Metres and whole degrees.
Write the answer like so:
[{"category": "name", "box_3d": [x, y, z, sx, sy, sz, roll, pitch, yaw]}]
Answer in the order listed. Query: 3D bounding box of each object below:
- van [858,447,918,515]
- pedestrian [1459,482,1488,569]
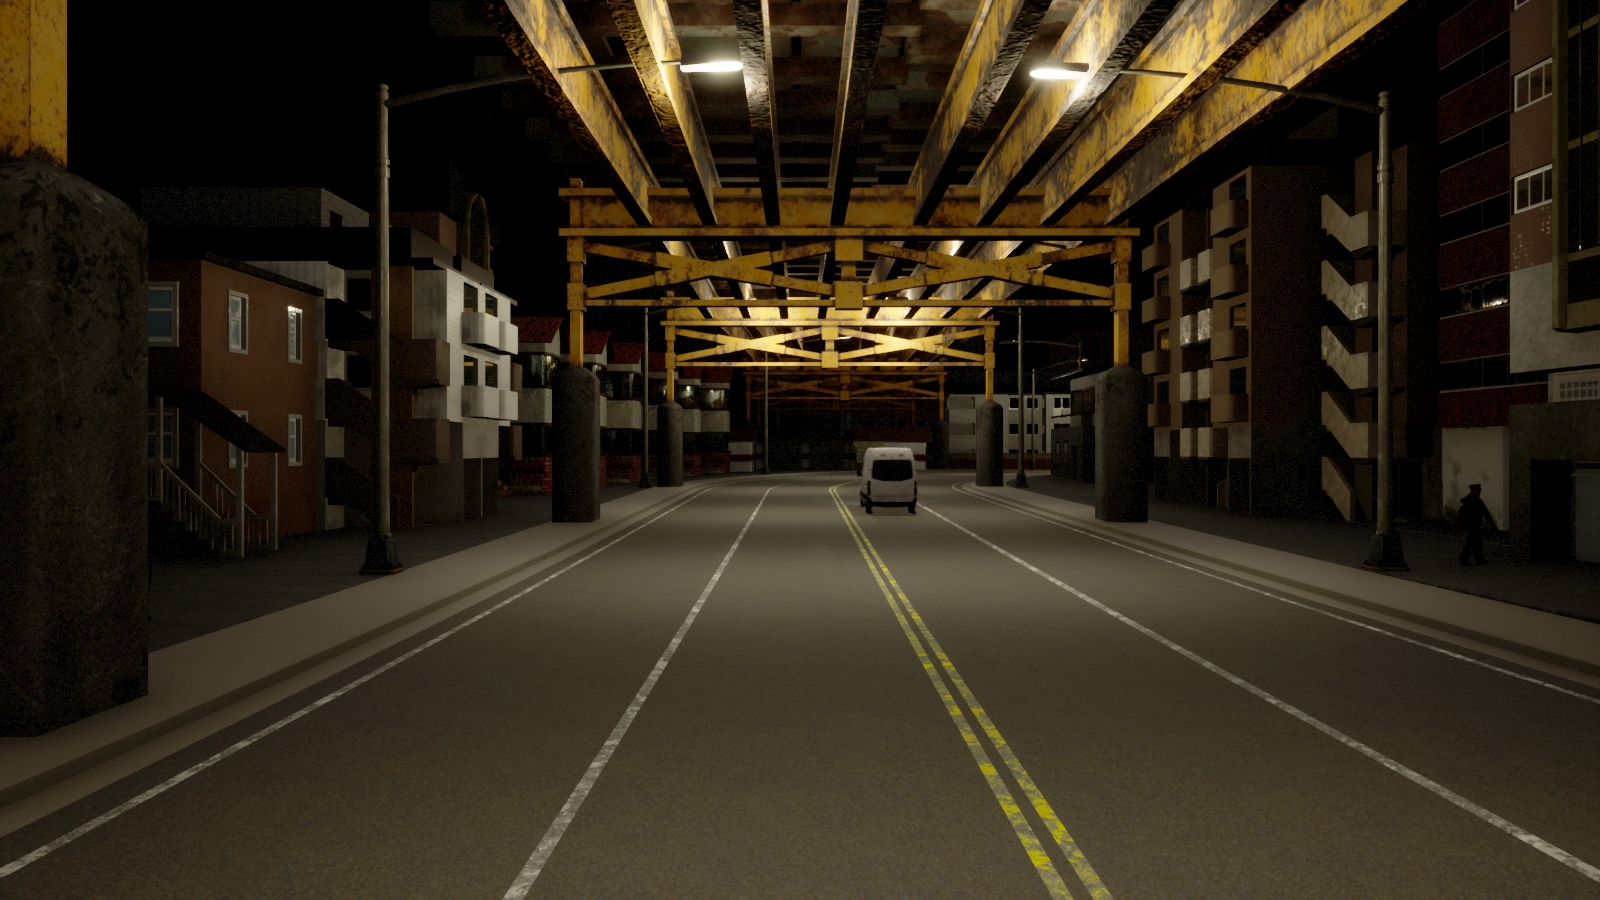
[{"category": "van", "box_3d": [3.521, 1.179, 46.525, 1.988, 2.561, 5.915, 0, 1, 0]}, {"category": "pedestrian", "box_3d": [14.562, 1.622, 24.710, 0.375, 1.860, 0.375, 0, 0, -10]}]
